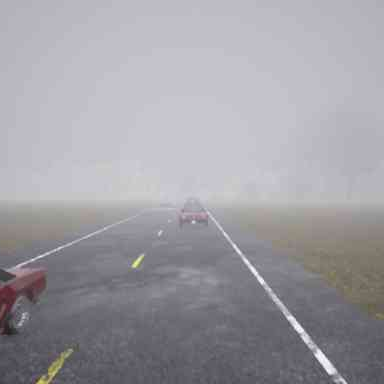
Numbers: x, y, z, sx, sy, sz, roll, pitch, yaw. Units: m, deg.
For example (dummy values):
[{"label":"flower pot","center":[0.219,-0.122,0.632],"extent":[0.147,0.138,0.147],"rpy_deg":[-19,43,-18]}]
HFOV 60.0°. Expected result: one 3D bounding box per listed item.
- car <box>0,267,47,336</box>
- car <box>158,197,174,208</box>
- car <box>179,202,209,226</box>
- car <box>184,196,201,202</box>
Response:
[{"label":"car","center":[-3.600,1.597,3.900],"extent":[1.895,1.301,4.718],"rpy_deg":[0,0,0]},{"label":"car","center":[-3.562,1.483,47.150],"extent":[1.812,1.442,4.674],"rpy_deg":[0,0,0]},{"label":"car","center":[0.108,1.580,22.914],"extent":[1.895,1.301,4.718],"rpy_deg":[0,0,0]},{"label":"car","center":[0.112,1.314,41.570],"extent":[2.097,1.767,4.553],"rpy_deg":[0,0,0]}]
